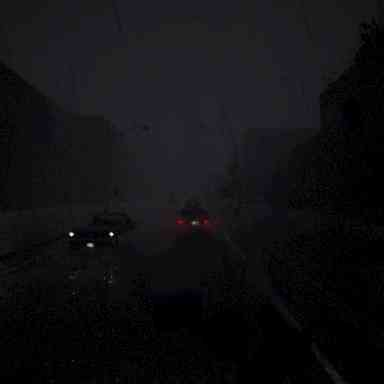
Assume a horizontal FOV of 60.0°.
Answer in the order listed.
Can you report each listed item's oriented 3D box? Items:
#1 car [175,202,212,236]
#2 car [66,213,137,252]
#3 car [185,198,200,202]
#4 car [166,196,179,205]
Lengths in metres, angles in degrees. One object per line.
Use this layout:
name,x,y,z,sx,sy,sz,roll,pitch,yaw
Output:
car,0.100,1.522,18.261,2.033,1.411,5.357,0,0,0
car,-3.601,1.586,14.055,1.895,1.301,4.718,0,0,0
car,0.087,1.477,43.095,1.994,1.385,4.181,0,0,0
car,-3.251,1.444,56.183,1.994,1.385,4.181,0,0,2
